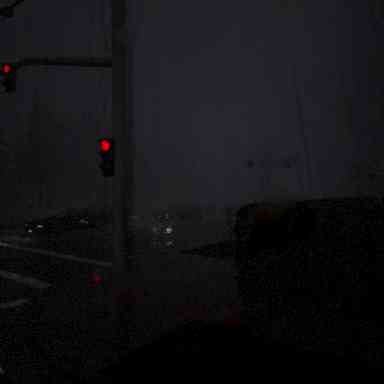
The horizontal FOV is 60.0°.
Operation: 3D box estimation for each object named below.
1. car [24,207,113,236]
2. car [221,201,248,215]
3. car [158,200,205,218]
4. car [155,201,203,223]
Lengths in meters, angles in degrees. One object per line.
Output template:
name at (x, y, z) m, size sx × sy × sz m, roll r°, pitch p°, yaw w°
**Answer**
car at (-7.037, 1.708, 19.940) m, size 2.033 × 1.411 × 5.357 m, roll -1°, pitch 0°, yaw 38°
car at (5.296, 1.694, 35.430) m, size 2.033 × 1.411 × 5.357 m, roll -1°, pitch 0°, yaw 39°
car at (-0.919, 1.661, 33.268) m, size 1.882 × 1.535 × 5.008 m, roll -1°, pitch 0°, yaw 39°
car at (-0.989, 1.659, 27.561) m, size 1.837 × 1.490 × 4.892 m, roll -1°, pitch 0°, yaw 38°
